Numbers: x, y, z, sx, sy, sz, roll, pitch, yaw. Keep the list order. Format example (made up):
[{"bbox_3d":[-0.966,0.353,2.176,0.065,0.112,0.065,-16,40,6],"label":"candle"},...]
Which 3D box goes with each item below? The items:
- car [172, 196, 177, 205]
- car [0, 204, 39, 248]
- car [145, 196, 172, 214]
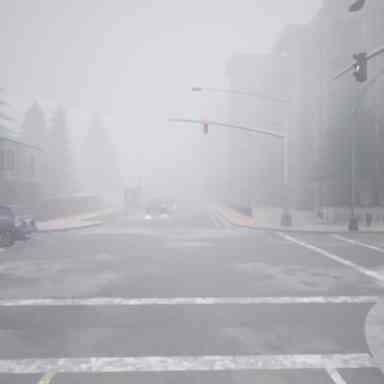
[{"bbox_3d":[-3.517,1.503,57.331,1.837,1.490,4.892,0,-1,0],"label":"car"},{"bbox_3d":[-9.068,1.331,14.021,4.553,1.767,2.097,0,0,-4],"label":"car"},{"bbox_3d":[-3.600,1.349,34.732,2.097,1.767,4.553,0,0,0],"label":"car"}]
